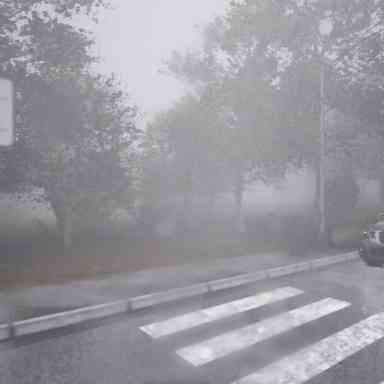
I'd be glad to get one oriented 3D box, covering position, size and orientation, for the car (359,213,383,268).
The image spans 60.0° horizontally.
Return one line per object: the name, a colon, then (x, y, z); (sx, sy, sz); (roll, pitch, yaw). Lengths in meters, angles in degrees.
car: (7.506, 1.254, 10.393); (5.566, 2.045, 2.150); (1, 0, -36)
